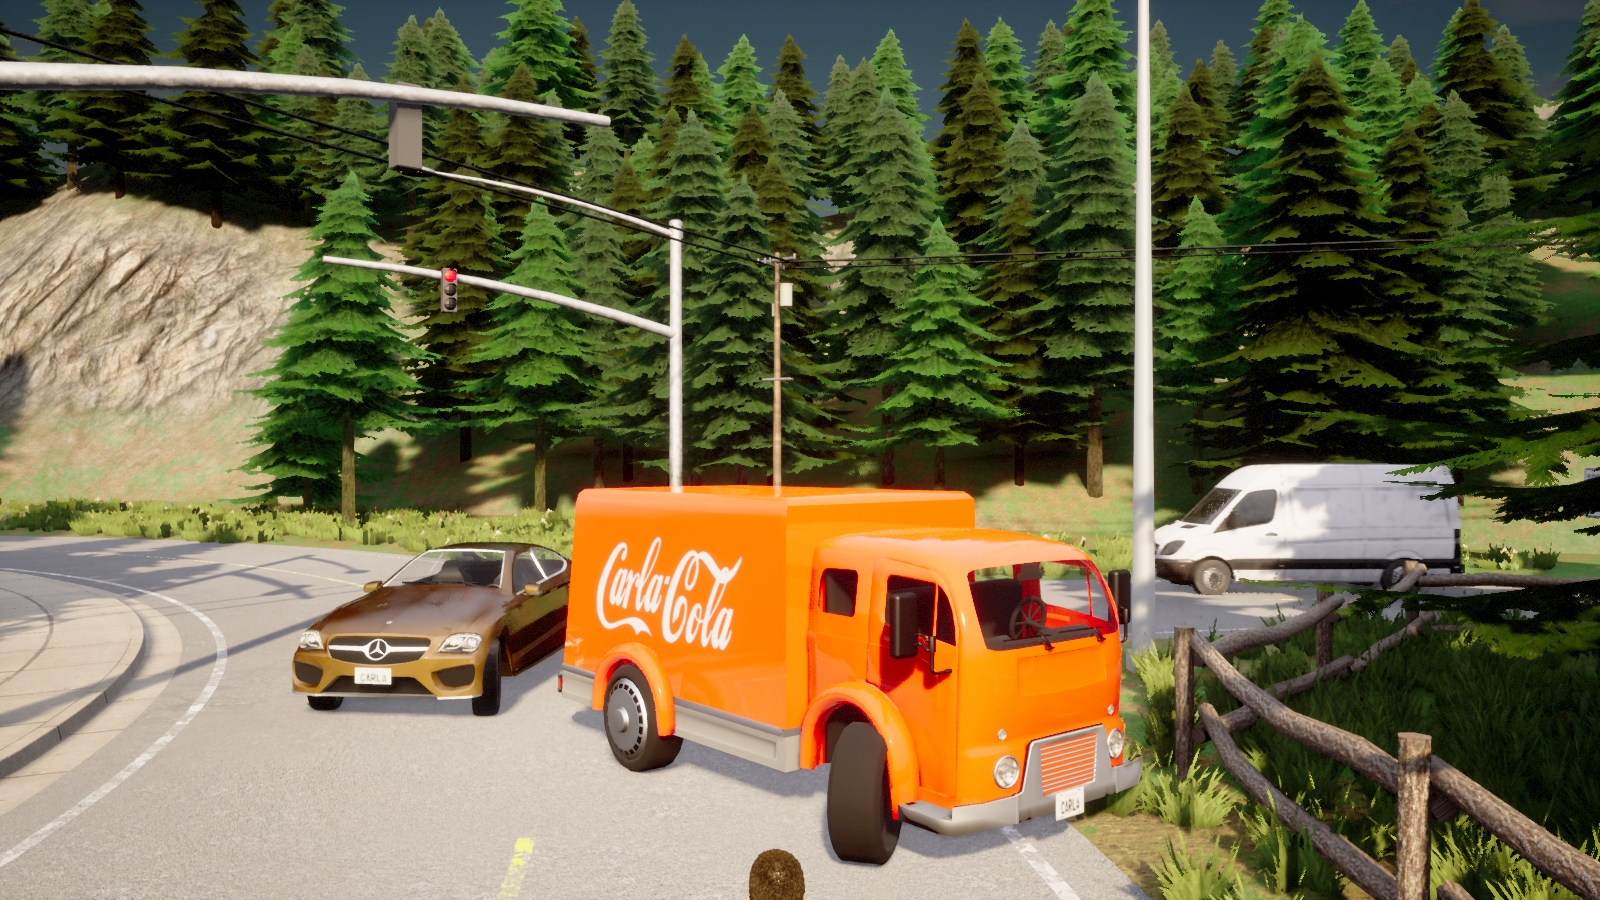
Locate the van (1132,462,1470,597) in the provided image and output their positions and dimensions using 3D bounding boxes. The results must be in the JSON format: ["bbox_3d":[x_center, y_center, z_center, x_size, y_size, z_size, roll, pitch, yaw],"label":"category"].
[{"bbox_3d":[9.915,1.535,22.979,5.915,2.561,1.988,0,0,1],"label":"van"}]

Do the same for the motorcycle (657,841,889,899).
[{"bbox_3d":[-0.074,2.159,3.526,0.803,1.199,2.033,0,0,-2],"label":"motorcycle"}]

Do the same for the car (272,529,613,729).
[{"bbox_3d":[-4.038,1.970,14.038,2.152,1.651,5.027,0,0,6],"label":"car"}]

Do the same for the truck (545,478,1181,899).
[{"bbox_3d":[0.202,1.542,9.769,2.627,2.467,5.204,0,0,-39],"label":"truck"}]
